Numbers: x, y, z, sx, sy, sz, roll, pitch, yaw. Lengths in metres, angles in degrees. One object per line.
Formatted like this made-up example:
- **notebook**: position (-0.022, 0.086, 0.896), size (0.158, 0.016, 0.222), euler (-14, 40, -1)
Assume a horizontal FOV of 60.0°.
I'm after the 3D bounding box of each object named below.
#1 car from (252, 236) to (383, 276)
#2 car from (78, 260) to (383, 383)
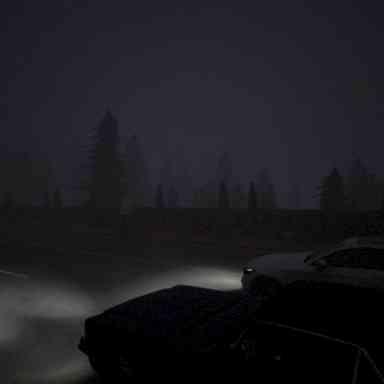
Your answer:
- **car**: position (3.168, 1.540, 6.031), size (4.674, 1.442, 1.812), euler (-1, -1, 35)
- **car**: position (1.010, 1.617, 3.271), size (4.718, 1.301, 1.895), euler (-1, -1, 36)
